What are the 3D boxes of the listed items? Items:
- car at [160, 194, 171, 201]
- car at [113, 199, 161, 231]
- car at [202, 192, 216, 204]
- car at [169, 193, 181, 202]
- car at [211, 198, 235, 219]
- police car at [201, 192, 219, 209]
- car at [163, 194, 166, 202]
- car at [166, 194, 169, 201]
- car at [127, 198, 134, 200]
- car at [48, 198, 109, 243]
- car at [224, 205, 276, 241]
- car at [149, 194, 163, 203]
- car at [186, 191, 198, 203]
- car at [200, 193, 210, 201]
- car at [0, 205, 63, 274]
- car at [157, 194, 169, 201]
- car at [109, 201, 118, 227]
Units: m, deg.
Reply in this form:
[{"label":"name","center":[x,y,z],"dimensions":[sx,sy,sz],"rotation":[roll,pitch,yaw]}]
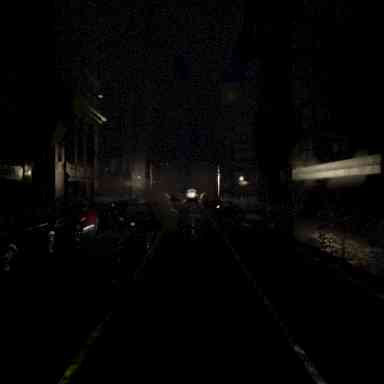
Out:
[{"label":"car","center":[-5.770,1.091,72.021],"dimensions":[2.008,1.369,4.403],"rotation":[0,0,0]},{"label":"car","center":[-3.101,1.391,19.704],"dimensions":[1.812,1.442,4.674],"rotation":[0,0,0]},{"label":"car","center":[2.755,0.953,55.113],"dimensions":[2.192,1.841,5.009],"rotation":[0,0,0]},{"label":"car","center":[-3.045,0.955,61.086],"dimensions":[2.097,1.767,4.553],"rotation":[0,0,1]},{"label":"car","center":[2.758,1.398,26.935],"dimensions":[1.802,1.307,4.206],"rotation":[0,0,0]},{"label":"police car","center":[2.364,1.159,39.569],"dimensions":[1.930,1.638,5.238],"rotation":[0,0,0]},{"label":"car","center":[-5.769,1.220,55.112],"dimensions":[1.802,1.307,4.206],"rotation":[0,0,0]},{"label":"car","center":[-5.770,1.171,60.748],"dimensions":[1.947,1.339,4.313],"rotation":[0,0,0]},{"label":"car","center":[-5.767,1.382,26.929],"dimensions":[1.947,1.339,4.313],"rotation":[0,0,0]},{"label":"car","center":[-5.767,1.208,15.654],"dimensions":[2.192,1.841,5.009],"rotation":[0,0,0]},{"label":"car","center":[2.759,1.474,15.662],"dimensions":[1.802,1.307,4.206],"rotation":[0,0,0]},{"label":"car","center":[-5.769,1.199,49.305],"dimensions":[1.752,1.417,4.829],"rotation":[0,0,0]},{"label":"car","center":[-0.003,1.116,57.500],"dimensions":[2.128,1.511,4.902],"rotation":[0,0,0]},{"label":"car","center":[2.754,0.980,72.022],"dimensions":[1.967,1.590,4.097],"rotation":[0,0,0]},{"label":"car","center":[-5.767,1.371,10.018],"dimensions":[1.967,1.590,4.097],"rotation":[0,0,0]},{"label":"car","center":[-5.770,1.138,66.384],"dimensions":[1.947,1.339,4.313],"rotation":[0,0,0]},{"label":"car","center":[-5.767,1.420,21.293],"dimensions":[1.947,1.339,4.313],"rotation":[0,0,0]}]
